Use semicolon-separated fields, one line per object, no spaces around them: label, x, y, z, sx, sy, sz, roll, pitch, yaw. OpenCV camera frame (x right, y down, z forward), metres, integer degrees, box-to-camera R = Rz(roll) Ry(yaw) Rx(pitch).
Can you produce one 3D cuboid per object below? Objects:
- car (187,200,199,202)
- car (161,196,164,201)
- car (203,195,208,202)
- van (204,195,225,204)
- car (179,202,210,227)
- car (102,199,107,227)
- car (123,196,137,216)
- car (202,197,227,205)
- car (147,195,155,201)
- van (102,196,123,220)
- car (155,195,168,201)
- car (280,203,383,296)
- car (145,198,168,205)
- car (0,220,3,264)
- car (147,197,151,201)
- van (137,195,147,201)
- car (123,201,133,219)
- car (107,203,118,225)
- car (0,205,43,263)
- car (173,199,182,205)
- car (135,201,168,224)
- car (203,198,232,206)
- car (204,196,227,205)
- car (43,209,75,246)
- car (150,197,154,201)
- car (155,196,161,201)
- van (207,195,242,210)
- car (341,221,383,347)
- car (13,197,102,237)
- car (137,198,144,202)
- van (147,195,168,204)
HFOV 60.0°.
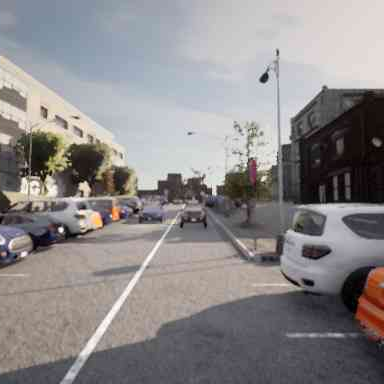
car;0.110;1.724;41.374;1.882;1.535;5.008;0;0;0
car;-7.824;1.808;55.482;5.366;1.575;1.946;0;0;0
car;4.718;1.527;50.171;5.566;2.045;2.435;0;0;0
van;4.811;1.713;72.485;4.442;1.987;1.878;0;-1;0
car;0.108;1.670;24.145;1.812;1.442;4.674;0;0;0
car;-7.615;1.469;19.166;4.553;1.767;2.185;0;0;0
car;-7.674;1.536;30.339;4.553;1.767;2.185;0;0;0
car;4.699;1.899;69.707;5.008;1.535;2.097;0;-1;0
car;-7.609;1.619;44.306;4.553;1.767;2.185;0;0;0
van;-7.762;1.402;24.754;4.442;1.987;1.878;0;0;0
car;-7.608;1.890;63.862;4.792;1.488;2.163;0;0;0
car;4.710;1.271;6.940;5.566;2.045;2.435;0;0;0
car;-7.665;1.964;72.222;4.792;1.488;2.163;0;-1;0
car;-7.618;1.558;7.989;4.792;1.488;2.163;0;0;0
car;-7.648;1.712;38.720;4.892;1.521;2.231;0;0;0
van;-7.526;1.469;35.928;4.442;1.987;1.878;0;0;0
car;-7.642;1.685;27.546;4.674;1.452;2.002;0;0;0
car;-7.674;1.641;21.956;4.792;1.488;2.163;0;0;0
car;-7.679;1.419;10.786;4.553;1.767;2.185;0;0;0
car;-2.987;2.007;68.730;1.895;1.301;4.718;0;-1;0
car;-3.093;1.685;26.619;1.812;1.442;4.674;0;0;0
car;4.878;1.858;63.999;5.366;1.575;1.946;0;0;0
car;4.662;1.753;66.918;4.553;1.767;2.185;0;0;0
car;-7.676;1.591;13.578;4.792;1.488;2.163;0;0;0
car;-7.636;1.729;41.514;4.892;1.521;2.231;0;0;0
car;-7.825;1.774;49.894;5.366;1.575;1.946;0;0;0
van;4.806;1.536;47.379;4.442;1.987;1.878;0;0;0
car;4.650;1.380;4.126;4.553;1.767;2.185;0;0;0
car;-7.674;1.327;16.372;5.566;2.045;2.435;0;0;0
car;-7.638;1.677;33.008;5.008;1.535;2.097;0;0;0
van;-7.752;1.768;75.013;4.442;1.987;1.878;0;-1;0
